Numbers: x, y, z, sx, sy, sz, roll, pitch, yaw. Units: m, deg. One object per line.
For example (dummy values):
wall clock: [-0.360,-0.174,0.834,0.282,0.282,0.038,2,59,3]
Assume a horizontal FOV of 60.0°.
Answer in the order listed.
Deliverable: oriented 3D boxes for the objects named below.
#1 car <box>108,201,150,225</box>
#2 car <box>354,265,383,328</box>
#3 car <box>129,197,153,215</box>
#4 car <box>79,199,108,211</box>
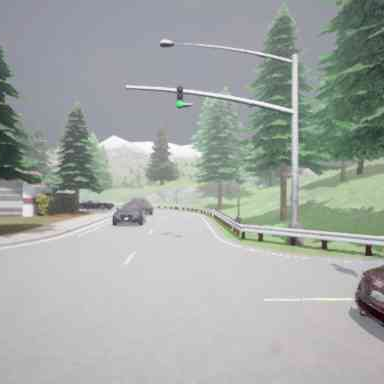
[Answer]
car: [-4.359,1.545,23.544,1.994,1.385,4.181,0,0,-3]
car: [4.919,1.631,5.297,4.181,1.385,1.994,1,0,-2]
car: [-5.336,1.326,33.321,2.097,1.767,4.553,0,0,-20]
car: [-12.023,1.575,40.962,4.718,1.301,1.895,0,0,13]
